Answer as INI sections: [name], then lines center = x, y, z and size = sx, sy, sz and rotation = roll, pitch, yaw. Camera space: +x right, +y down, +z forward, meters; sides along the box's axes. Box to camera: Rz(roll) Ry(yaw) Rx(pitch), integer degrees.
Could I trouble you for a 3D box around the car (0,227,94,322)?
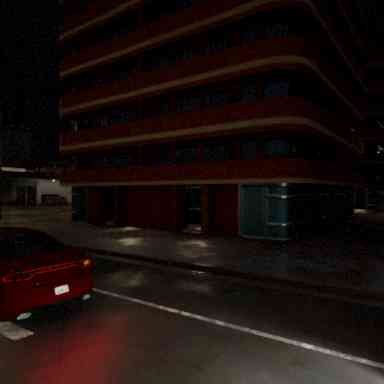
[car]
center = -4.191, 1.474, 6.979
size = 5.008, 1.535, 1.882
rotation = 0, 0, 35
